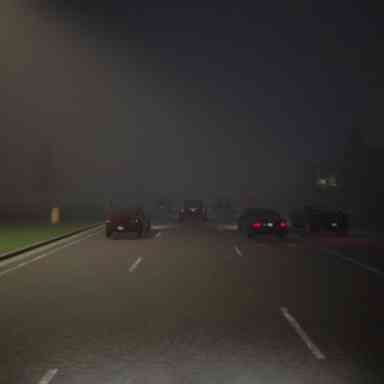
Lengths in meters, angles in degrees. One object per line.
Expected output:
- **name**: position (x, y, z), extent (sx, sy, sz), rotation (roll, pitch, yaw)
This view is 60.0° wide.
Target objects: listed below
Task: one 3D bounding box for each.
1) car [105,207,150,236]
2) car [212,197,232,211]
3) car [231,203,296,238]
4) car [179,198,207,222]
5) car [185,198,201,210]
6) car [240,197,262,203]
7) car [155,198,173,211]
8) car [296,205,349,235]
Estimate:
- **car**: position (-3.407, 1.532, 18.160), extent (1.812, 1.442, 4.674), rotation (0, 0, 0)
- **car**: position (3.585, 1.367, 40.084), extent (2.097, 1.767, 4.553), rotation (0, 0, 0)
- **car**: position (3.593, 1.554, 17.747), extent (2.033, 1.411, 5.357), rotation (0, 0, 0)
- **car**: position (0.090, 1.363, 26.785), extent (2.097, 1.767, 4.553), rotation (0, 0, 0)
- **car**: position (0.084, 1.564, 45.132), extent (2.033, 1.411, 5.357), rotation (0, 0, 0)
- **car**: position (7.085, 1.367, 40.148), extent (2.097, 1.767, 4.553), rotation (0, 0, 0)
- **car**: position (-3.415, 1.519, 40.748), extent (1.837, 1.490, 4.892), rotation (0, 0, 0)
- **car**: position (7.093, 1.485, 19.035), extent (1.882, 1.535, 5.008), rotation (0, 0, 0)
